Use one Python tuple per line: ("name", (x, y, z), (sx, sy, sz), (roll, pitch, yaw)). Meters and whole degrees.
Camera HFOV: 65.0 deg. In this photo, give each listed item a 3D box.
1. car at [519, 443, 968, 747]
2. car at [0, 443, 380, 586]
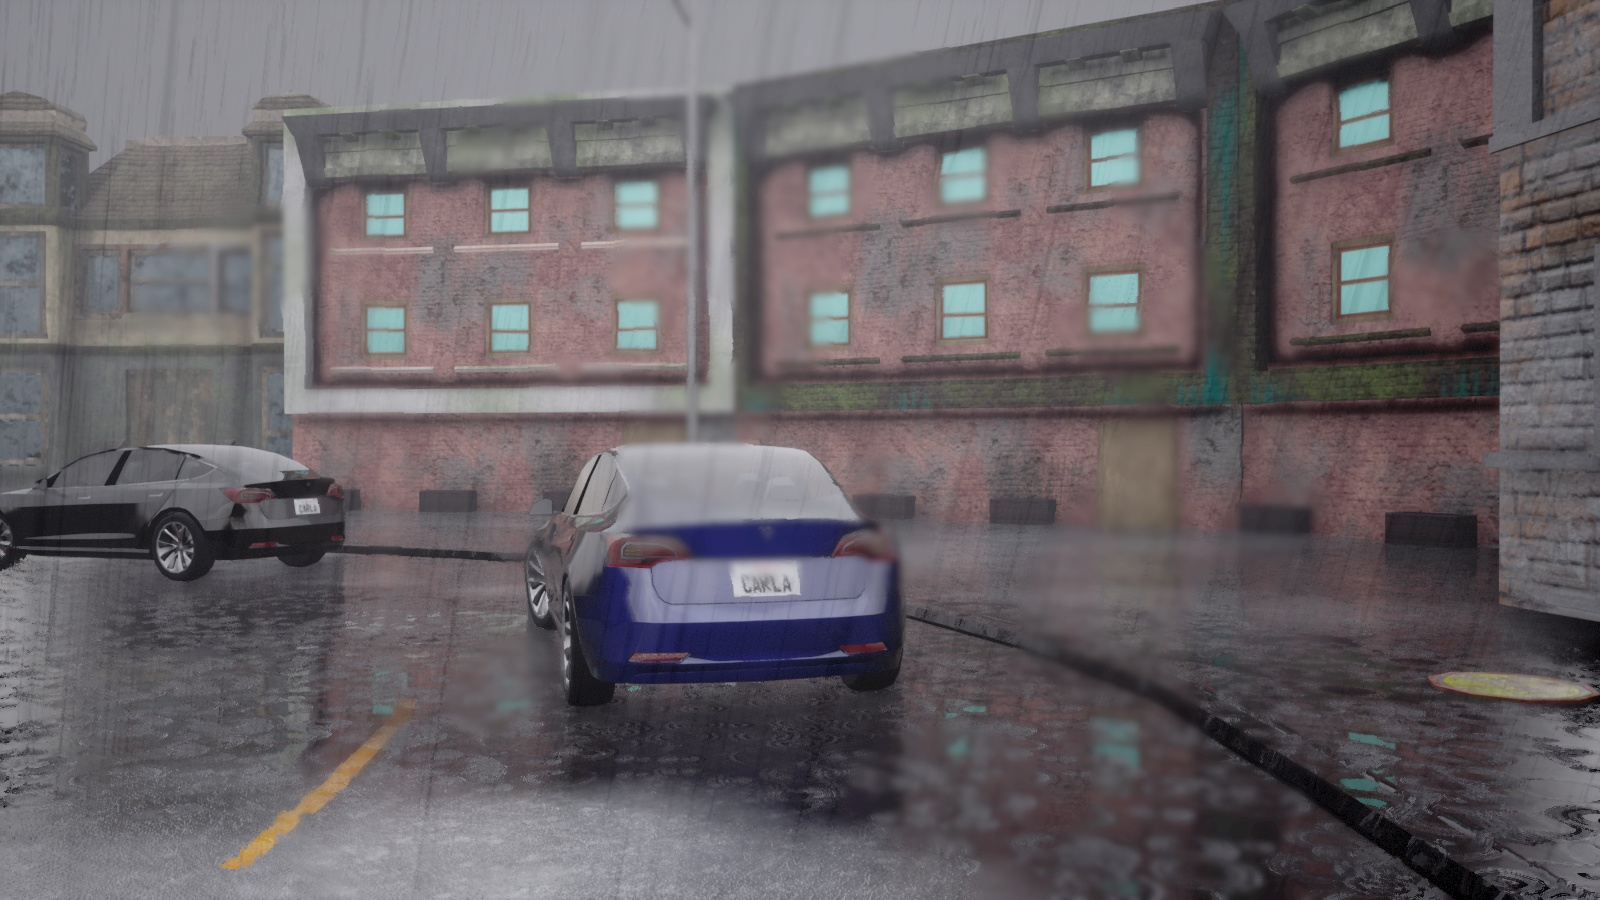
("car", (-0.759, 0.698, 8.739), (2.163, 1.488, 4.792), (0, 0, -15))
("car", (-7.651, 0.657, 14.956), (4.792, 1.488, 2.163), (0, 0, 23))
